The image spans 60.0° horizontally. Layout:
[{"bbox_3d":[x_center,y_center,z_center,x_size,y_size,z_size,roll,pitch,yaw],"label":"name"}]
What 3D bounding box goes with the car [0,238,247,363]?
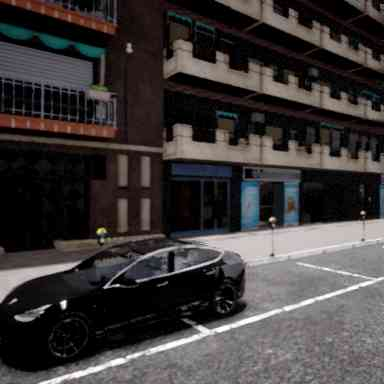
[{"bbox_3d":[-0.920,1.565,5.900,4.313,1.339,1.947,0,0,-35],"label":"car"}]
